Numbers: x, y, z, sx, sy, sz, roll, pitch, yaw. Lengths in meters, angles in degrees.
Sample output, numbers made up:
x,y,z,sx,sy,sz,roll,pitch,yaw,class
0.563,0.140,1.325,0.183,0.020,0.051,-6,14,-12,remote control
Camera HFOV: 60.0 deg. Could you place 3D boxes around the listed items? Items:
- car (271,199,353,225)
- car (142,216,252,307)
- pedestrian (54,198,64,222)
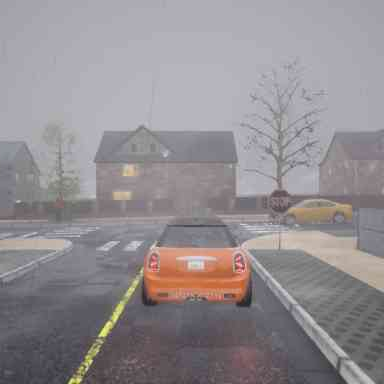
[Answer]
x,y,z,sx,sy,sz,roll,pitch,yaw,class
7.624,1.228,21.372,5.008,1.535,1.882,-1,1,0,car
0.155,1.351,8.158,2.097,1.767,4.553,0,0,2,car
-9.699,1.257,24.218,0.375,1.860,0.375,0,2,0,pedestrian
